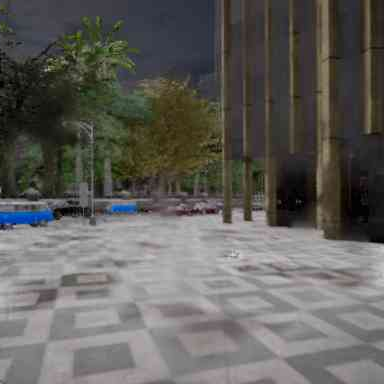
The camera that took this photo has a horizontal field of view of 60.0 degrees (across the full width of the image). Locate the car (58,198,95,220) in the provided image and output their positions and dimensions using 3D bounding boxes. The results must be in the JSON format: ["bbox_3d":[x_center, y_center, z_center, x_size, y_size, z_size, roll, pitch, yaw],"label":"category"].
[{"bbox_3d":[-11.885,1.602,31.672,2.150,2.045,5.566,0,-1,36],"label":"car"}]

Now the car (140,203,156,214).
[{"bbox_3d":[-5.442,2.185,45.211,1.887,1.381,4.507,-2,-2,36],"label":"car"}]

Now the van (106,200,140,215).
[{"bbox_3d":[-8.669,1.890,40.732,1.690,1.788,3.998,-2,-2,36],"label":"van"}]

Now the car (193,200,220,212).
[{"bbox_3d":[2.277,2.130,51.253,2.097,1.767,4.553,0,-1,36],"label":"car"}]

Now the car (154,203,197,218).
[{"bbox_3d":[-1.739,2.081,35.758,1.802,1.307,4.206,-2,-2,36],"label":"car"}]

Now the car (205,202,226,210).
[{"bbox_3d":[4.233,2.494,58.663,1.802,1.307,4.206,-2,-2,36],"label":"car"}]

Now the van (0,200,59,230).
[{"bbox_3d":[-11.416,1.566,22.312,1.690,1.788,3.998,-2,-2,36],"label":"van"}]

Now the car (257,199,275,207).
[{"bbox_3d":[17.131,2.585,76.608,2.192,1.841,5.009,-2,-2,36],"label":"car"}]

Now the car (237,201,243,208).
[{"bbox_3d":[10.682,2.533,67.635,1.967,1.590,4.097,-2,-2,36],"label":"car"}]

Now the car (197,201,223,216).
[{"bbox_3d":[1.485,2.030,40.246,1.967,1.590,4.097,-2,-2,36],"label":"car"}]

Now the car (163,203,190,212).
[{"bbox_3d":[-2.217,2.313,49.695,1.802,1.307,4.206,-2,-2,36],"label":"car"}]

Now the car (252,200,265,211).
[{"bbox_3d":[11.160,2.429,53.695,1.947,1.339,4.313,-2,-2,36],"label":"car"}]
